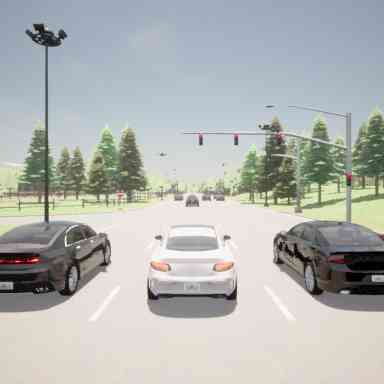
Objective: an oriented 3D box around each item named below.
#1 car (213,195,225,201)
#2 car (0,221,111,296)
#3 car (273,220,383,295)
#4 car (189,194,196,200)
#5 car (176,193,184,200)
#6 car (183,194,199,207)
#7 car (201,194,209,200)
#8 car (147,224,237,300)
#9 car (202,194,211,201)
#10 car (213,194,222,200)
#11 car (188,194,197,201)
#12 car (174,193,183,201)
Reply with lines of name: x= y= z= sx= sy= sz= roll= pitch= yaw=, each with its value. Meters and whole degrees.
car: x=7.100 y=1.517 z=82.759 sx=2.128 sy=1.511 sz=4.902 roll=0 pitch=0 yaw=0
car: x=-3.479 y=1.505 z=8.646 sx=1.837 sy=1.490 sz=4.892 roll=0 pitch=0 yaw=0
car: x=3.522 y=1.478 z=8.743 sx=1.882 sy=1.535 sz=5.008 roll=0 pitch=0 yaw=0
car: x=0.112 y=1.332 z=93.188 sx=1.837 sy=1.490 sz=4.892 roll=0 pitch=0 yaw=0
car: x=-3.388 y=1.188 z=93.162 sx=2.097 sy=1.767 sz=4.553 roll=0 pitch=0 yaw=0
car: x=0.063 y=1.352 z=52.125 sx=2.097 sy=1.767 sz=4.553 roll=0 pitch=0 yaw=0
car: x=3.612 y=1.372 z=93.183 sx=2.033 sy=1.411 sz=5.357 roll=0 pitch=0 yaw=0
car: x=0.016 y=1.526 z=8.252 sx=1.812 sy=1.442 sz=4.674 roll=0 pitch=0 yaw=0
car: x=3.600 y=1.348 z=83.150 sx=2.097 sy=1.767 sz=4.553 roll=0 pitch=0 yaw=0
car: x=7.112 y=1.385 z=93.179 sx=1.994 sy=1.385 sz=4.181 roll=0 pitch=0 yaw=0
car: x=0.100 y=1.348 z=83.154 sx=2.097 sy=1.767 sz=4.553 roll=0 pitch=0 yaw=0
car: x=-3.400 y=1.544 z=83.155 sx=1.994 sy=1.385 sz=4.181 roll=0 pitch=0 yaw=0
